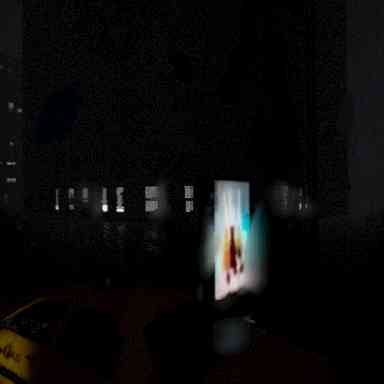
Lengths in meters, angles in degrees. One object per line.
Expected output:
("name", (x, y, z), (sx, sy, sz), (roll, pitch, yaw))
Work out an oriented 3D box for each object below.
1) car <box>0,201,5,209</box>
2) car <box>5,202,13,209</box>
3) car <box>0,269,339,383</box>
("car", (-28.569, 1.843, 45.535), (1.967, 1.590, 4.097), (-2, -2, 35))
("car", (-32.230, 2.109, 54.789), (1.752, 1.417, 4.829), (-2, -2, 35))
("car", (-0.999, 1.531, 3.596), (4.829, 1.417, 1.752), (0, -1, 35))
